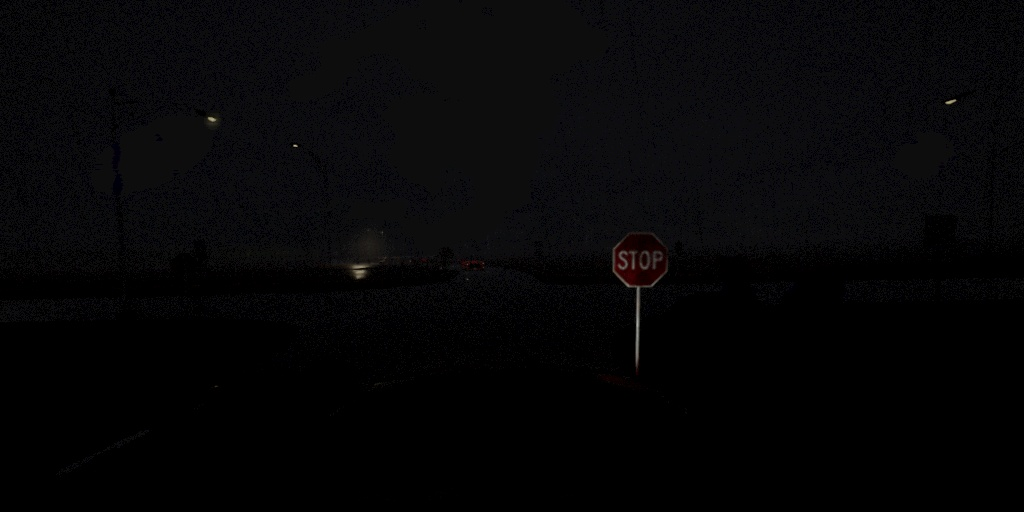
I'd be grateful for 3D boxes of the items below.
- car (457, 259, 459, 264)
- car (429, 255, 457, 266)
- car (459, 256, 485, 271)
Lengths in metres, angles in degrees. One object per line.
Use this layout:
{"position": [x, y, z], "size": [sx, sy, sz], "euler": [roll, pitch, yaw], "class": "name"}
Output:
{"position": [-10.839, 0.787, 61.175], "size": [2.033, 1.411, 5.357], "euler": [-2, 1, -37], "class": "car"}
{"position": [-10.793, 0.652, 55.758], "size": [2.097, 1.767, 4.553], "euler": [-1, 1, -31], "class": "car"}
{"position": [-4.351, 0.740, 39.612], "size": [2.097, 1.767, 4.553], "euler": [-1, 0, -13], "class": "car"}
